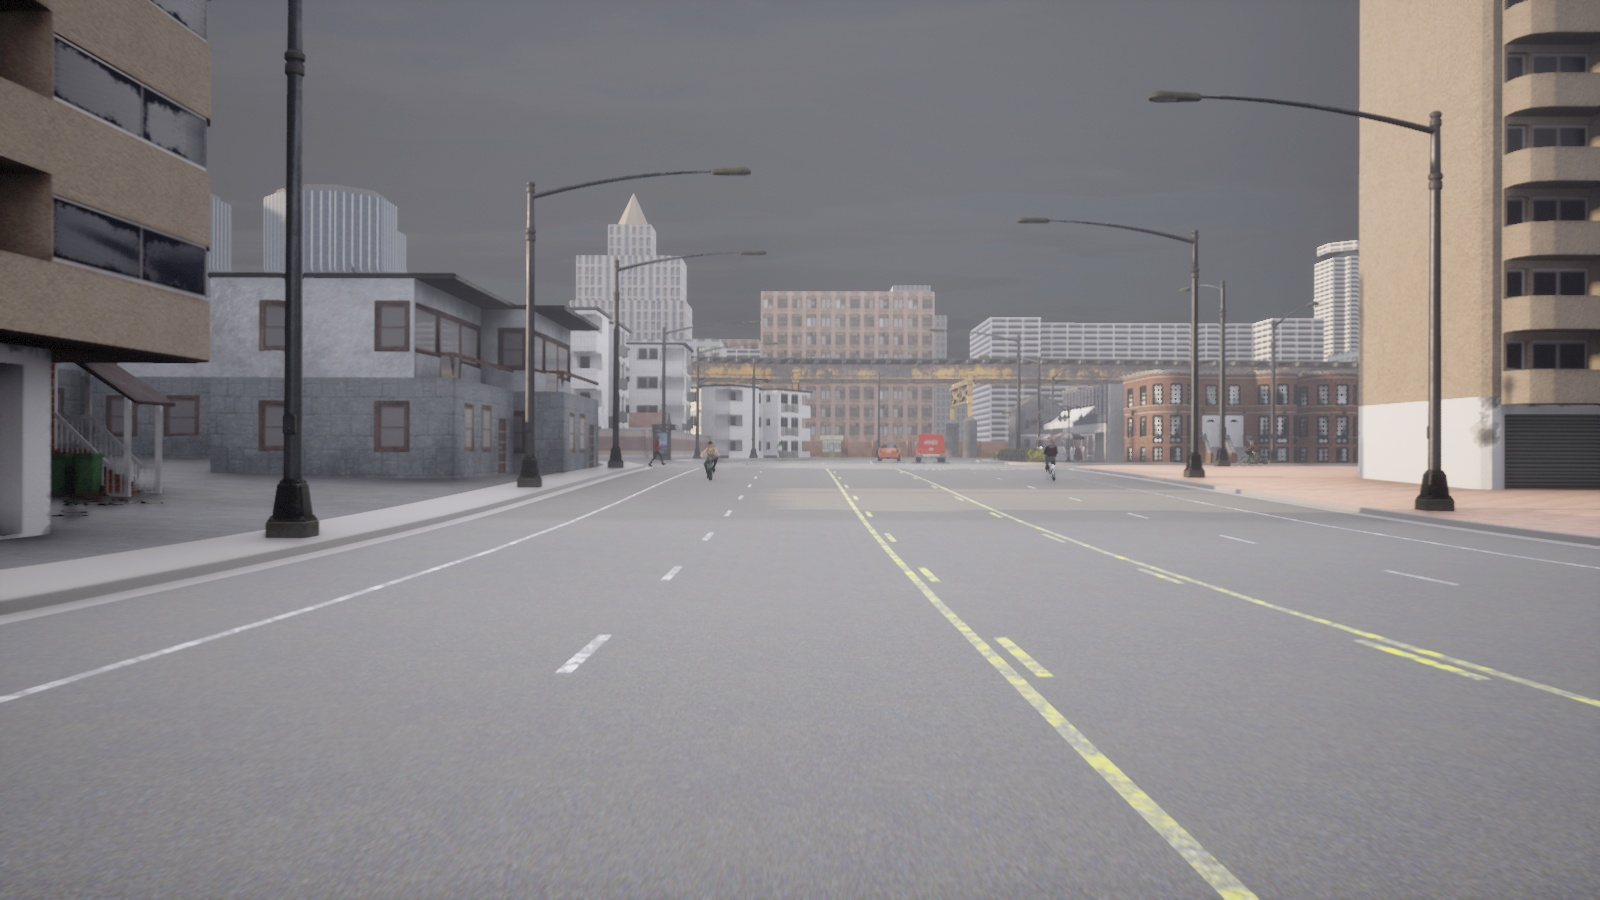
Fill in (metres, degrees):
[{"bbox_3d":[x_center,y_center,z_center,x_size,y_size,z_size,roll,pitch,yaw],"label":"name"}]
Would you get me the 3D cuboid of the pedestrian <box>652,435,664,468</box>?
[{"bbox_3d":[-7.937,0.095,70.175,0.636,1.846,0.331,0,0,-4],"label":"pedestrian"}]
